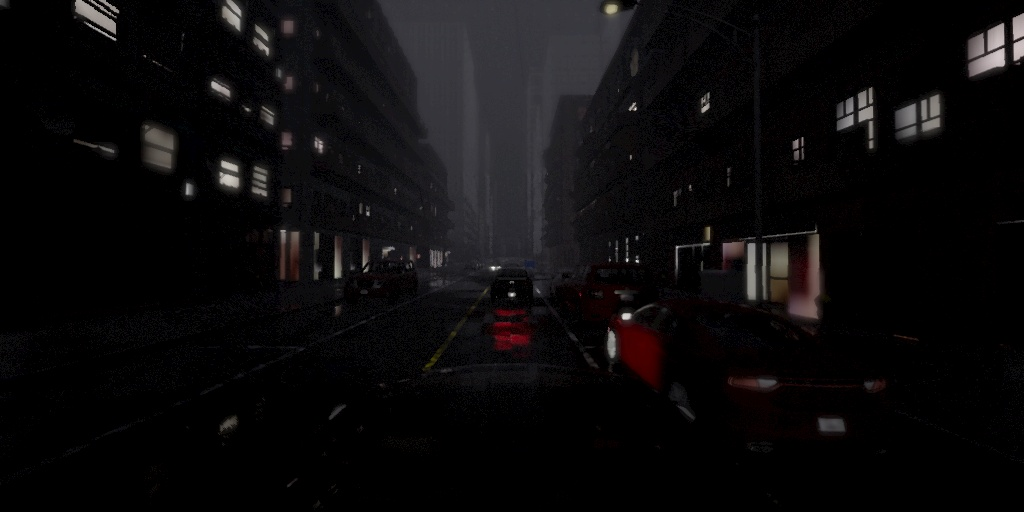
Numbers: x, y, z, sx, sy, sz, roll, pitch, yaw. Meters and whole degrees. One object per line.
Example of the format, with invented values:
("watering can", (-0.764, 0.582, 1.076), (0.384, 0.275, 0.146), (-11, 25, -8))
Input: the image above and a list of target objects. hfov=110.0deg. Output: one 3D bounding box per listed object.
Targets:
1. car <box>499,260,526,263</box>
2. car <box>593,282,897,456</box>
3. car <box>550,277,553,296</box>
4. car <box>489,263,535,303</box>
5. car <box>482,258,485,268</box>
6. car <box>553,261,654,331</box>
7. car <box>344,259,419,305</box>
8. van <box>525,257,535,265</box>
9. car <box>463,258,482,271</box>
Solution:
("car", (0.000, 1.289, 31.505), (1.812, 1.442, 4.674), (0, 0, 0))
("car", (2.691, 1.293, 5.254), (1.888, 1.381, 4.507), (0, 0, 0))
("car", (2.692, 1.334, 16.335), (1.802, 1.307, 4.207), (0, 0, 0))
("car", (0.000, 1.269, 16.503), (1.837, 1.490, 4.892), (0, 0, 0))
("car", (-5.657, 1.341, 55.065), (1.802, 1.307, 4.207), (0, 0, 0))
("car", (2.692, 1.065, 10.795), (2.192, 1.841, 5.009), (0, 0, 0))
("car", (-5.691, 1.066, 16.283), (2.192, 1.841, 5.009), (0, 0, 0))
("van", (2.691, 1.100, 55.118), (1.690, 1.789, 3.998), (0, 0, 0))
("car", (-5.657, 1.308, 49.524), (2.007, 1.370, 4.403), (0, 0, 0))
